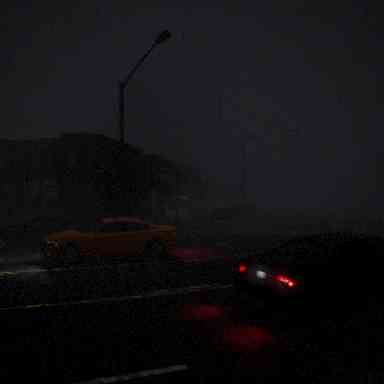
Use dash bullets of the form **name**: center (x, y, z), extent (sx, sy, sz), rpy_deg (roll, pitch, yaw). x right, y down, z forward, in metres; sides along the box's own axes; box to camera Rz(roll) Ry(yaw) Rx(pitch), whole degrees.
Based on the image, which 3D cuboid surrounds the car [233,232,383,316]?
- **car**: center (3.538, 1.672, 7.742), extent (5.357, 1.411, 2.033), rpy_deg (0, -1, -29)

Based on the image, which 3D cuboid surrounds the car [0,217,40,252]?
- **car**: center (-6.937, 1.858, 15.485), extent (4.674, 1.442, 1.812), rpy_deg (0, -1, -14)

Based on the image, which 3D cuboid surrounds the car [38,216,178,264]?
- **car**: center (-3.027, 1.737, 12.839), extent (5.008, 1.535, 1.882), rpy_deg (0, -1, -21)
